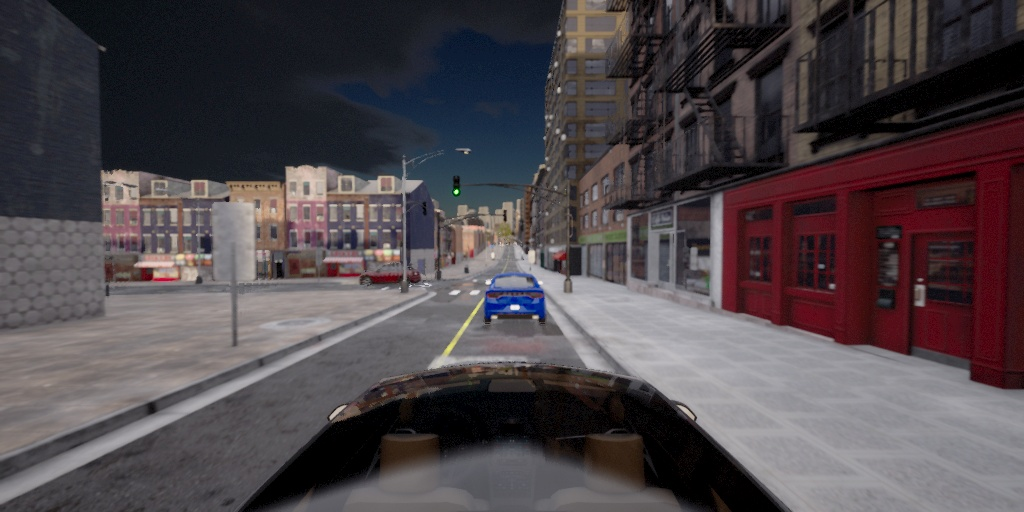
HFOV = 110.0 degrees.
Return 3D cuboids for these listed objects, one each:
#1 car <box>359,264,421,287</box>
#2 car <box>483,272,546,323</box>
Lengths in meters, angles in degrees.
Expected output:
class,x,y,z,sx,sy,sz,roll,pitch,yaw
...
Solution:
class,x,y,z,sx,sy,sz,roll,pitch,yaw
car,-9.644,1.428,28.304,4.553,1.767,2.097,-1,1,8
car,0.086,1.308,12.506,1.882,1.535,5.008,0,0,0
